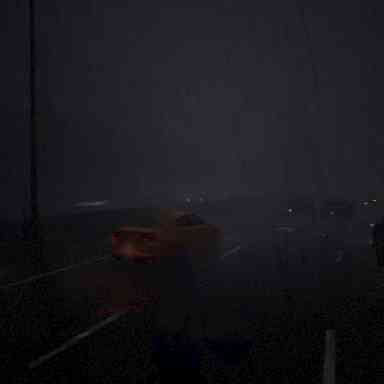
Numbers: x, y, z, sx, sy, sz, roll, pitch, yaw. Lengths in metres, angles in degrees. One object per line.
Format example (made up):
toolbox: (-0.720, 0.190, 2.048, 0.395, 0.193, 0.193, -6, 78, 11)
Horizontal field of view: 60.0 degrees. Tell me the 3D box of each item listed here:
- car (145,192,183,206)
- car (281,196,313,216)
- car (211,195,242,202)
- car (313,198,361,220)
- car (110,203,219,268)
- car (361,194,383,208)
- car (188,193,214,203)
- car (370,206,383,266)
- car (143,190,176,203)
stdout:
car: (-3.143, 1.101, 41.664, 2.128, 1.511, 4.902, 0, 1, 36)
car: (9.060, 1.151, 28.189, 1.837, 1.490, 4.892, 0, 1, 33)
car: (4.730, 1.158, 40.605, 1.895, 1.301, 4.718, 0, 1, 37)
car: (10.636, 1.167, 24.179, 2.128, 1.511, 4.902, 0, 1, 32)
car: (-0.634, 1.371, 11.157, 1.882, 1.535, 5.008, 0, 1, 25)
car: (19.850, 0.999, 36.930, 1.812, 1.442, 4.674, 0, 1, 39)
car: (1.402, 0.921, 41.974, 2.097, 1.767, 4.553, 0, 1, 36)
car: (6.720, 1.391, 10.359, 2.033, 1.411, 5.357, 0, 1, 27)
car: (-4.234, 0.796, 46.156, 2.150, 2.045, 5.566, 0, 0, 36)
